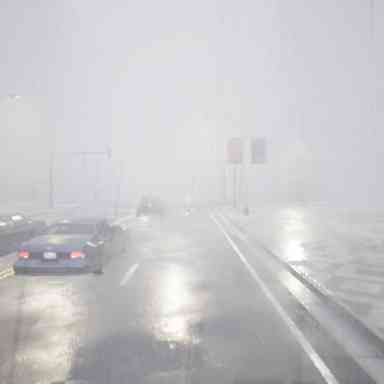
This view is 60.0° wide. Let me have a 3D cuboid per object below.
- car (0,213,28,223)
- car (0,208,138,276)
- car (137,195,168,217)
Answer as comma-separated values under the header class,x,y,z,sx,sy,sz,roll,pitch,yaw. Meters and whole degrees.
class,x,y,z,sx,sy,sz,roll,pitch,yaw
car,-6.510,1.413,10.691,2.033,1.411,5.357,0,1,0
car,-3.149,1.423,9.880,2.033,1.411,5.357,0,1,0
car,-3.152,1.021,26.885,2.097,1.767,4.553,0,1,0
